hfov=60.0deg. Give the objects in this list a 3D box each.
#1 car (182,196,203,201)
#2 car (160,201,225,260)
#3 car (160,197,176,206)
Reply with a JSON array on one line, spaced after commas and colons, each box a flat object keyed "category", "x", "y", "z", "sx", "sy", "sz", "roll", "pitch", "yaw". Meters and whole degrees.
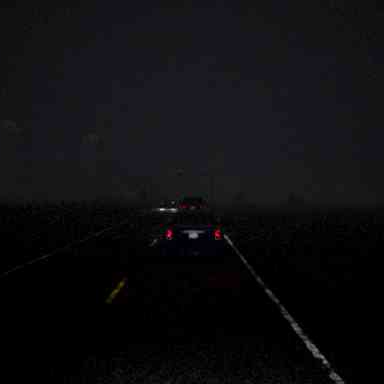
[{"category": "car", "x": 0.073, "y": 1.347, "z": 28.572, "sx": 2.150, "sy": 2.045, "sz": 5.566, "roll": 0, "pitch": 0, "yaw": 0}, {"category": "car", "x": 0.063, "y": 1.414, "z": 12.824, "sx": 2.097, "sy": 1.767, "sz": 4.553, "roll": 0, "pitch": 0, "yaw": 0}, {"category": "car", "x": -3.554, "y": 1.555, "z": 50.294, "sx": 2.097, "sy": 1.767, "sz": 4.553, "roll": 0, "pitch": 0, "yaw": 0}]
